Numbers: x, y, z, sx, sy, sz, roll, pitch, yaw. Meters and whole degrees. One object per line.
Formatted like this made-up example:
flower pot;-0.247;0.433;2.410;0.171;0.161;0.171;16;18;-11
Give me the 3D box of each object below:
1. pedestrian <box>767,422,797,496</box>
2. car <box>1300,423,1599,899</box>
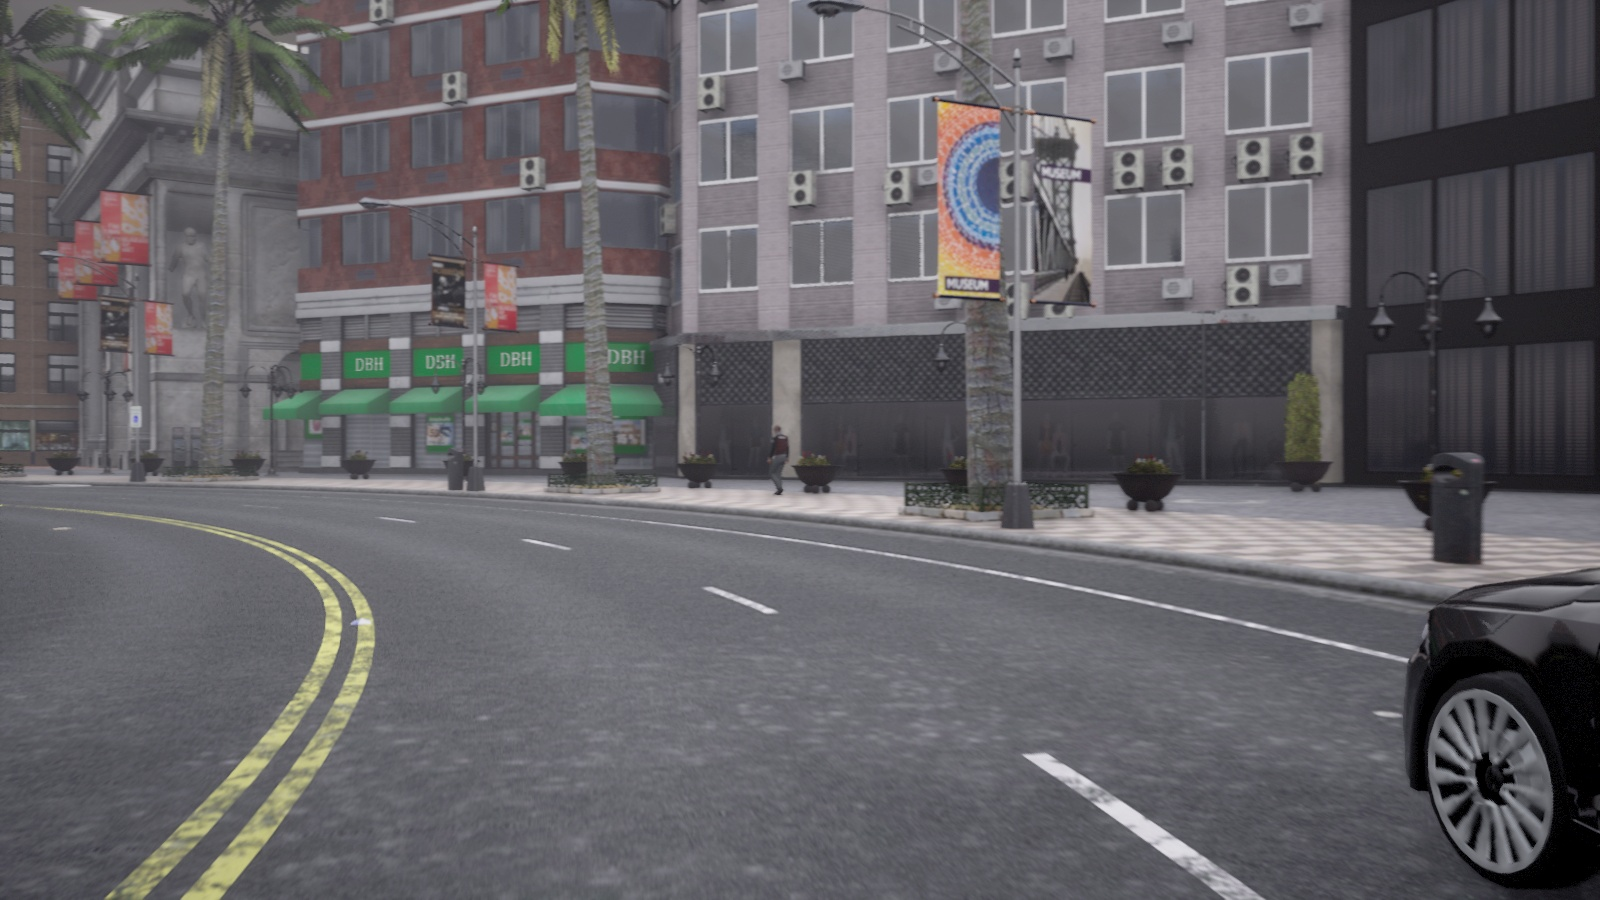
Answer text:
pedestrian;-0.457;0.225;31.623;0.376;1.854;0.720;0;0;-41
car;3.306;0.685;2.801;2.128;1.511;4.902;0;0;-4
